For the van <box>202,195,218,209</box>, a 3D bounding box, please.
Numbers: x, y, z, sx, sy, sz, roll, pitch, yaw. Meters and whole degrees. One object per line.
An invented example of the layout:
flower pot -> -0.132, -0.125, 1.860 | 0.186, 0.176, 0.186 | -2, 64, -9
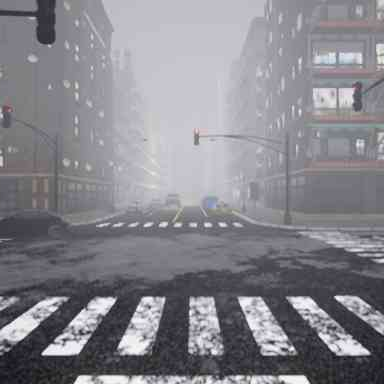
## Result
van -> 2.585, 1.343, 44.341 | 1.690, 1.788, 3.998 | 1, 0, 0

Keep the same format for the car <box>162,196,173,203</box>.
car -> -5.346, 1.574, 72.563 | 2.008, 1.369, 4.403 | 1, 0, 0

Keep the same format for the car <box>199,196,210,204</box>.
car -> 2.538, 1.568, 66.963 | 2.008, 1.369, 4.403 | 1, 0, 0

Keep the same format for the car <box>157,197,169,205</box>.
car -> -5.340, 1.595, 61.247 | 1.802, 1.307, 4.206 | 1, 0, 0

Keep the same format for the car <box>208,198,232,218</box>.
car -> 2.687, 1.521, 30.507 | 1.752, 1.417, 4.829 | 1, 0, 0

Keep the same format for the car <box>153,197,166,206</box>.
car -> -5.336, 1.534, 55.419 | 1.752, 1.417, 4.829 | 1, 0, 0

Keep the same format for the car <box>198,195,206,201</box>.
car -> 2.528, 1.582, 83.931 | 1.887, 1.381, 4.507 | 1, 0, 0

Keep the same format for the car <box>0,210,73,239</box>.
car -> -8.086, 1.575, 16.326 | 4.181, 1.385, 1.994 | -1, 0, -17

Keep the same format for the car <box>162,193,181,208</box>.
car -> -2.777, 1.191, 49.912 | 2.150, 2.045, 5.566 | 0, 0, 0

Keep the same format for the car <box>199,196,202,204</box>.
car -> 2.550, 1.320, 49.994 | 2.192, 1.841, 5.009 | 1, 0, 0

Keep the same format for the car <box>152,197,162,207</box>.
car -> -5.334, 1.587, 49.932 | 1.802, 1.307, 4.206 | 1, 0, 0

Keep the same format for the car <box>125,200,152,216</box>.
car -> -5.453, 1.547, 32.958 | 2.008, 1.369, 4.403 | 1, 0, 0

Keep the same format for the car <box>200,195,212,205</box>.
car -> 2.542, 1.453, 61.307 | 1.967, 1.590, 4.097 | 1, 0, 0
